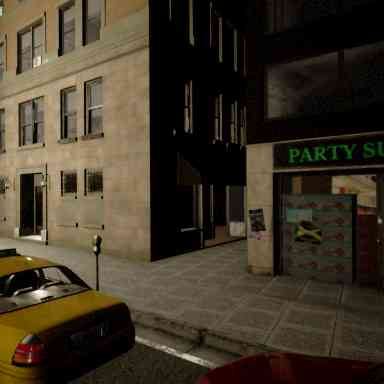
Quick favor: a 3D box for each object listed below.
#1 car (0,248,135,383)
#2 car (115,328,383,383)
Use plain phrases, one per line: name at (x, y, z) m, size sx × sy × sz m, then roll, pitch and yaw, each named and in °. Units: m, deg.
car at (-2.987, 1.526, 4.992) m, size 4.829 × 1.417 × 1.752 m, roll 0°, pitch -1°, yaw 36°
car at (1.767, 1.582, 1.594) m, size 4.206 × 1.307 × 1.802 m, roll 0°, pitch -1°, yaw 36°
